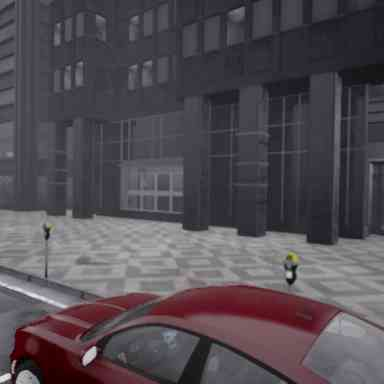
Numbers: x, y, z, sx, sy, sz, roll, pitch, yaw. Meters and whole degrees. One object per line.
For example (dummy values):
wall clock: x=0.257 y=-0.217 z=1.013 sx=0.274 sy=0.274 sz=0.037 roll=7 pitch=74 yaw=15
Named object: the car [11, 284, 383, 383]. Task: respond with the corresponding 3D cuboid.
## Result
car: x=0.197 y=1.519 z=2.828 sx=4.507 sy=1.381 sz=1.887 roll=1 pitch=1 yaw=36
